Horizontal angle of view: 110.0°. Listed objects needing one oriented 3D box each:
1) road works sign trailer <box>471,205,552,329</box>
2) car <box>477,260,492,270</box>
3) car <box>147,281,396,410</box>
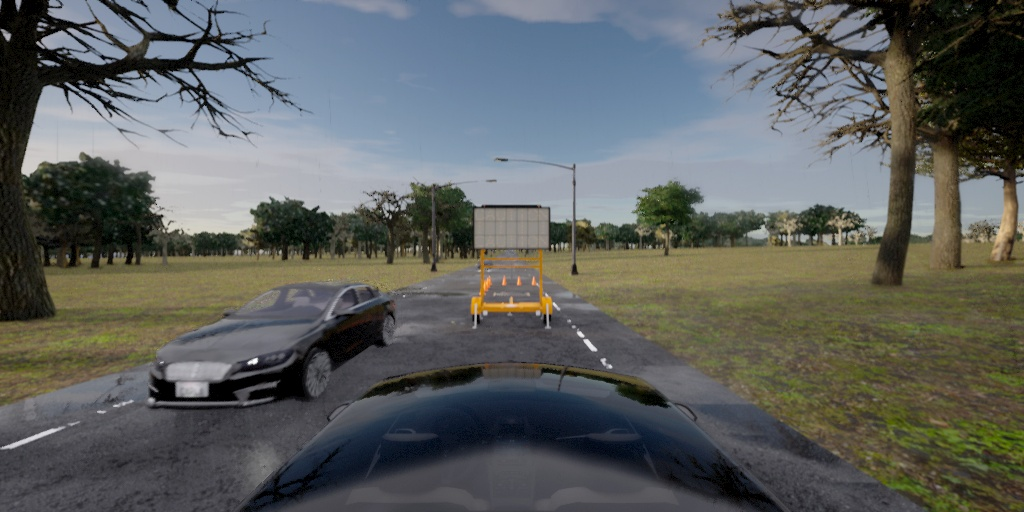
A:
[{"bbox_3d":[-0.011,0.208,11.266,2.380,3.560,2.880,0,0,0],"label":"road works sign trailer"},{"bbox_3d":[-3.642,1.122,48.706,2.033,1.411,5.357,0,0,0],"label":"car"},{"bbox_3d":[-3.606,1.242,6.490,2.128,1.511,4.902,0,0,0],"label":"car"}]
